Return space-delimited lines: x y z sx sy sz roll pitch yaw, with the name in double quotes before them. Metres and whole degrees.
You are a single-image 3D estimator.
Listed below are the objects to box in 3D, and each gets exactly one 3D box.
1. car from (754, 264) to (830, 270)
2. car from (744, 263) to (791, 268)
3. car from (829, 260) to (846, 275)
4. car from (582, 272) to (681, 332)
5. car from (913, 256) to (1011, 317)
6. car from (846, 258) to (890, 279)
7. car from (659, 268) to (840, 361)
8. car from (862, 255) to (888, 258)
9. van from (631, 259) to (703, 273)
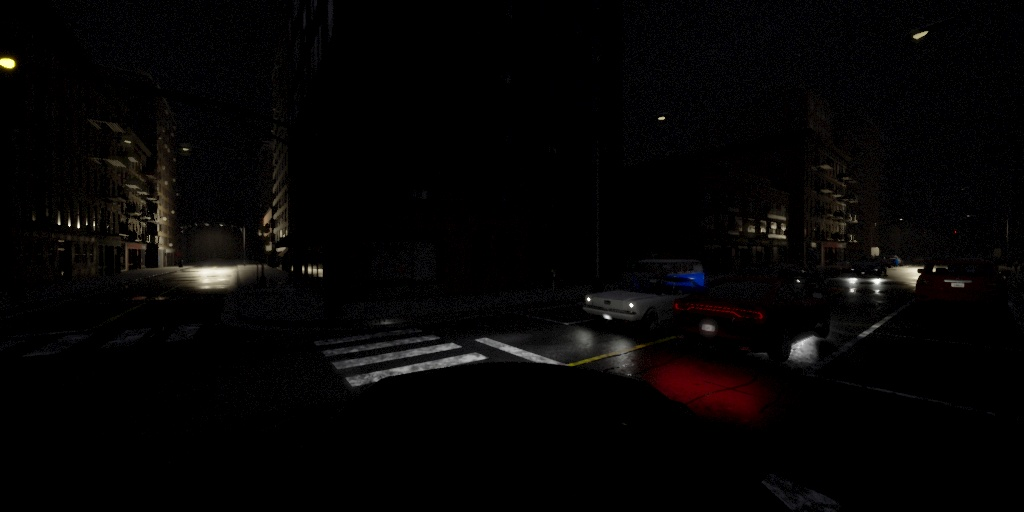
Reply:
"car" 14.836 1.274 18.912 4.718 1.301 1.895 0 0 -38
"car" 15.624 1.222 22.733 4.313 1.339 1.948 0 0 -37
"car" 32.663 1.109 35.773 4.829 1.417 1.751 0 0 -37
"car" 4.361 1.318 10.885 4.718 1.301 1.895 0 0 -35
"car" 16.263 1.014 13.008 5.009 1.841 2.192 0 0 -37
"car" 30.987 1.132 31.163 4.674 1.442 1.812 0 0 -37
"car" 5.701 1.205 8.325 5.008 1.535 1.882 0 0 -37
"car" 45.677 0.844 45.732 5.009 1.841 2.192 0 0 -37
"van" 7.037 1.032 16.162 3.998 1.789 1.690 0 0 -37
